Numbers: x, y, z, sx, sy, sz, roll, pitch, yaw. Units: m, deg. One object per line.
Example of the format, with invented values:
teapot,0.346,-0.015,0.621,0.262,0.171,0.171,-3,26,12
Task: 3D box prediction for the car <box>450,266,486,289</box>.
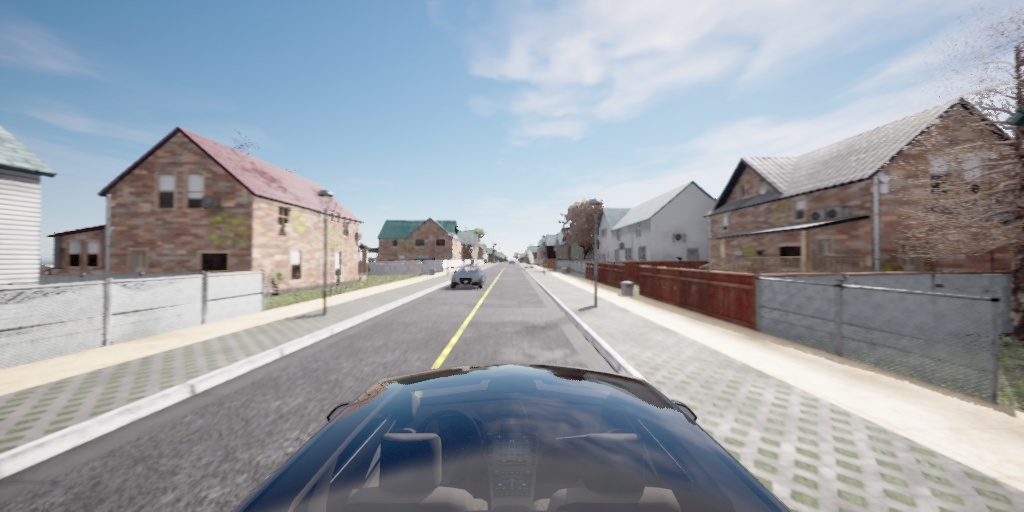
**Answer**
car,-2.758,1.339,23.419,1.994,1.385,4.181,0,0,0
